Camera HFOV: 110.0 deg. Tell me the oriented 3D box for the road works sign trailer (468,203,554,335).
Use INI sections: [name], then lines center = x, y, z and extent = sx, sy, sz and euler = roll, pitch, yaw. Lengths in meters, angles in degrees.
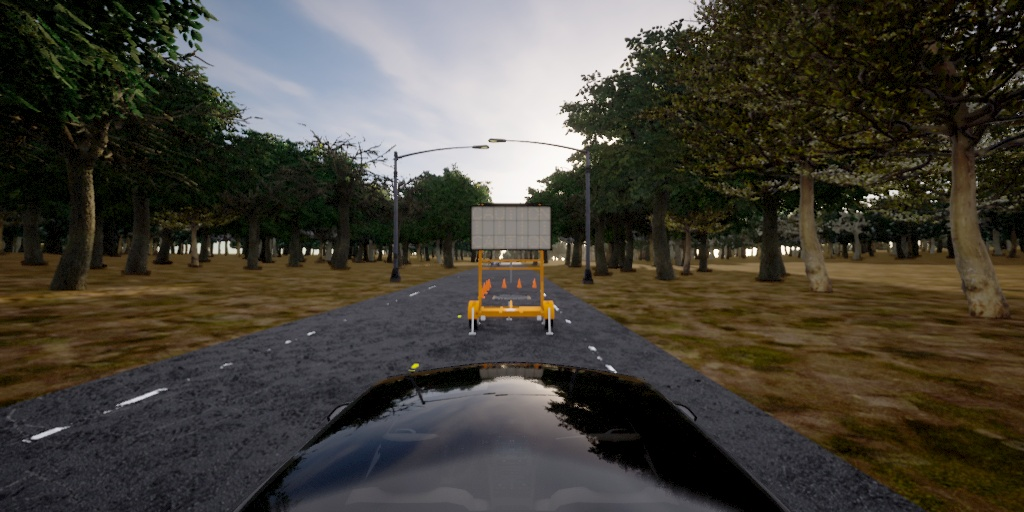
[road works sign trailer]
center = -0.027, 0.244, 10.648
extent = 2.380, 3.560, 2.880
euler = 0, 0, 0
